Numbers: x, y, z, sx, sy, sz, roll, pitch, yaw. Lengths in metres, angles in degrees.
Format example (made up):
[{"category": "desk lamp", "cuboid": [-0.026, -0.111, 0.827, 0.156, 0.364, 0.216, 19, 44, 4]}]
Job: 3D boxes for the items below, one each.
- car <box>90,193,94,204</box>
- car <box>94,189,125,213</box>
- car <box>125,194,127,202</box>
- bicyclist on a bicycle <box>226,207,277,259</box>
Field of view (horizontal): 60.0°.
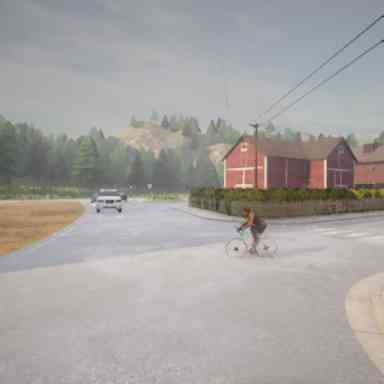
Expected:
[{"category": "car", "cuboid": [-13.151, 0.798, 46.556, 1.837, 1.490, 4.892, 0, 1, -20]}, {"category": "car", "cuboid": [-7.747, 0.757, 30.890, 2.150, 2.045, 5.566, 0, 1, -16]}, {"category": "car", "cuboid": [-11.547, 0.698, 52.300, 1.882, 1.535, 5.008, 0, 1, -25]}, {"category": "bicyclist on a bicycle", "cuboid": [1.863, 1.303, 10.401, 1.656, 1.620, 0.582, 0, 1, -4]}]
